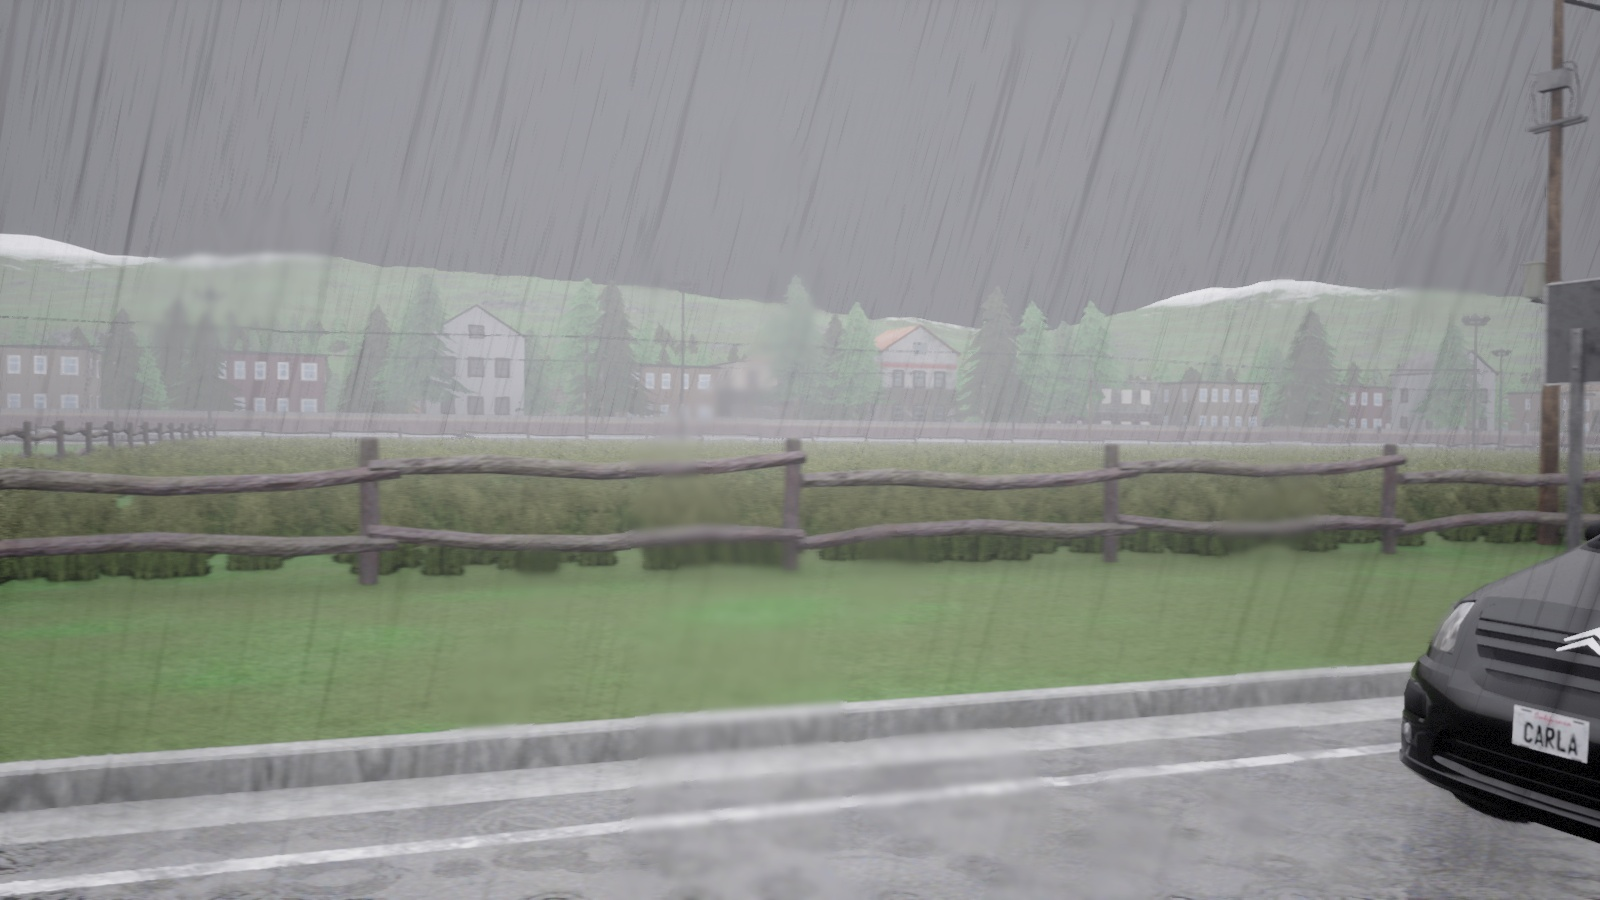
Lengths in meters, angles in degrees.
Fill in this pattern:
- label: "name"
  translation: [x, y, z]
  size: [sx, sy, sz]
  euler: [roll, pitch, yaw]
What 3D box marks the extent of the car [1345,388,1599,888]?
- label: "car"
  translation: [4.393, 0.580, 4.907]
  size: [3.988, 1.617, 1.851]
  euler: [-1, 1, -21]
